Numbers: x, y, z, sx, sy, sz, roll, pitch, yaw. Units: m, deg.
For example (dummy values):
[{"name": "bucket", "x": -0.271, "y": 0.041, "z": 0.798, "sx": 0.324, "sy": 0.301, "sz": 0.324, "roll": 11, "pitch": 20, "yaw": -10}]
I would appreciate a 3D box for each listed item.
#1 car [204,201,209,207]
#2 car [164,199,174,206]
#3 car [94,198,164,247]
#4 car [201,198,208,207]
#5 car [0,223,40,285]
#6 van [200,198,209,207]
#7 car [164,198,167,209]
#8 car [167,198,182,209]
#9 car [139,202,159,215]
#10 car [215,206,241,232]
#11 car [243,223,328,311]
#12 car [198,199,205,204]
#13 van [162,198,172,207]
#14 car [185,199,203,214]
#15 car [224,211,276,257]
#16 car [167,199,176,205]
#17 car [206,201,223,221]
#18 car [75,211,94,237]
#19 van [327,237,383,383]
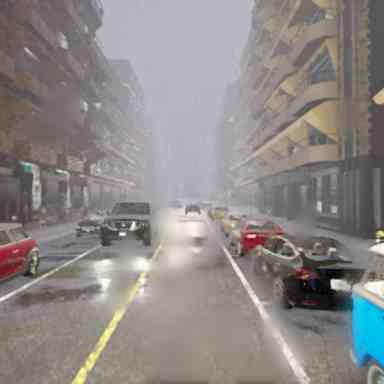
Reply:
[{"name": "car", "x": 2.573, "y": 1.991, "z": 36.190, "sx": 1.802, "sy": 1.307, "sz": 4.206, "roll": 1, "pitch": -1, "yaw": 0}, {"name": "car", "x": -5.273, "y": 2.412, "z": 75.854, "sx": 1.887, "sy": 1.381, "sz": 4.507, "roll": 1, "pitch": -1, "yaw": 0}, {"name": "car", "x": -2.852, "y": 1.407, "z": 16.455, "sx": 2.150, "sy": 2.045, "sz": 5.566, "roll": 0, "pitch": -1, "yaw": 0}, {"name": "car", "x": 2.574, "y": 2.220, "z": 58.871, "sx": 2.008, "sy": 1.369, "sz": 4.403, "roll": 1, "pitch": -1, "yaw": 0}, {"name": "car", "x": -5.305, "y": 1.529, "z": 7.810, "sx": 1.967, "sy": 1.590, "sz": 4.097, "roll": 1, "pitch": -1, "yaw": 0}, {"name": "van", "x": 2.576, "y": 2.143, "z": 70.214, "sx": 1.690, "sy": 1.788, "sz": 3.998, "roll": 1, "pitch": -1, "yaw": 0}, {"name": "car", "x": -5.312, "y": 1.853, "z": 47.504, "sx": 2.192, "sy": 1.841, "sz": 5.009, "roll": 1, "pitch": -1, "yaw": 0}, {"name": "car", "x": -2.798, "y": 2.143, "z": 58.563, "sx": 1.882, "sy": 1.535, "sz": 5.008, "roll": 0, "pitch": -1, "yaw": 1}, {"name": "car", "x": -5.311, "y": 1.996, "z": 41.661, "sx": 1.752, "sy": 1.417, "sz": 4.829, "roll": 1, "pitch": -1, "yaw": 0}, {"name": "car", "x": 2.574, "y": 1.743, "z": 19.349, "sx": 1.752, "sy": 1.417, "sz": 4.829, "roll": 1, "pitch": -1, "yaw": 0}, {"name": "car", "x": 2.574, "y": 1.655, "z": 7.837, "sx": 1.947, "sy": 1.339, "sz": 4.313, "roll": 1, "pitch": -1, "yaw": 0}, {"name": "car", "x": 2.574, "y": 2.637, "z": 92.894, "sx": 1.947, "sy": 1.339, "sz": 4.313, "roll": 1, "pitch": -1, "yaw": 0}, {"name": "van", "x": -5.271, "y": 2.142, "z": 70.186, "sx": 1.690, "sy": 1.788, "sz": 3.998, "roll": 1, "pitch": -1, "yaw": 0}, {"name": "car", "x": 0.109, "y": 1.999, "z": 41.797, "sx": 1.812, "sy": 1.442, "sz": 4.674, "roll": 0, "pitch": -1, "yaw": 0}, {"name": "car", "x": 2.574, "y": 1.697, "z": 13.508, "sx": 1.887, "sy": 1.381, "sz": 4.507, "roll": 1, "pitch": -1, "yaw": 0}, {"name": "car", "x": -5.273, "y": 2.553, "z": 87.195, "sx": 2.008, "sy": 1.369, "sz": 4.403, "roll": 1, "pitch": -1, "yaw": 0}, {"name": "car", "x": 2.574, "y": 1.871, "z": 30.689, "sx": 1.752, "sy": 1.417, "sz": 4.829, "roll": 1, "pitch": -1, "yaw": 0}, {"name": "car", "x": -5.306, "y": 1.766, "z": 19.149, "sx": 2.008, "sy": 1.369, "sz": 4.403, "roll": 1, "pitch": -1, "yaw": 0}, {"name": "van", "x": 2.576, "y": 1.367, "z": 2.170, "sx": 1.690, "sy": 1.788, "sz": 3.998, "roll": 1, "pitch": -1, "yaw": 0}]
